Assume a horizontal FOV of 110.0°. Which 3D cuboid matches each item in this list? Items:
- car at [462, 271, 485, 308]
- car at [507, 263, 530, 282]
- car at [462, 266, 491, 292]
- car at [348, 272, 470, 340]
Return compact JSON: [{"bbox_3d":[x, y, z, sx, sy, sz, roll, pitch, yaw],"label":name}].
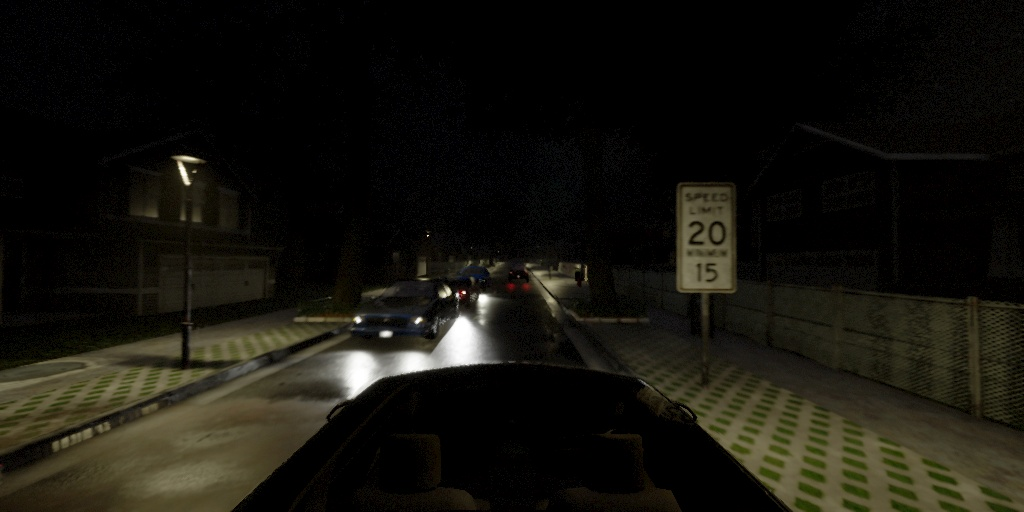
[{"bbox_3d":[-2.525,1.507,15.920,1.895,1.301,4.718,0,-1,1],"label":"car"},{"bbox_3d":[0.619,1.569,32.990,1.812,1.442,4.674,0,0,2],"label":"car"},{"bbox_3d":[-2.457,1.423,23.626,1.882,1.535,5.008,0,0,1],"label":"car"},{"bbox_3d":[-2.730,1.368,10.572,2.033,1.411,5.357,0,-1,1],"label":"car"}]
